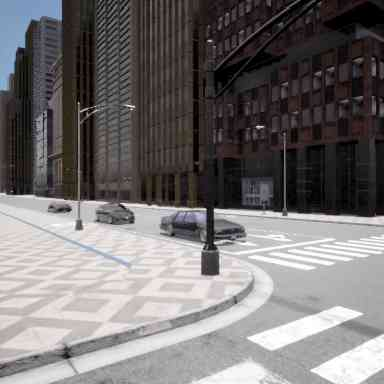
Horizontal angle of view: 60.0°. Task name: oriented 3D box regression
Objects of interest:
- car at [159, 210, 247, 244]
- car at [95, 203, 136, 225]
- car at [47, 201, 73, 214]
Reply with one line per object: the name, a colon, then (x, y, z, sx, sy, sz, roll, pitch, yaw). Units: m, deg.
car: (0.311, 1.627, 16.817, 2.033, 1.411, 5.357, 0, 0, -35)
car: (-6.072, 1.641, 25.860, 1.837, 1.490, 4.892, 0, 0, -35)
car: (-15.907, 1.764, 39.838, 2.033, 1.411, 5.357, 0, 0, -35)
